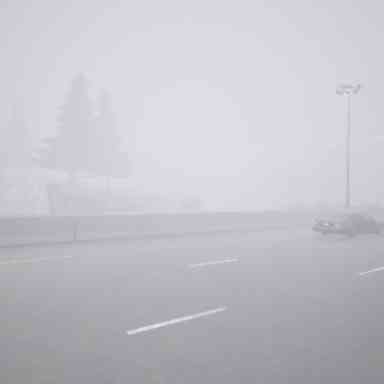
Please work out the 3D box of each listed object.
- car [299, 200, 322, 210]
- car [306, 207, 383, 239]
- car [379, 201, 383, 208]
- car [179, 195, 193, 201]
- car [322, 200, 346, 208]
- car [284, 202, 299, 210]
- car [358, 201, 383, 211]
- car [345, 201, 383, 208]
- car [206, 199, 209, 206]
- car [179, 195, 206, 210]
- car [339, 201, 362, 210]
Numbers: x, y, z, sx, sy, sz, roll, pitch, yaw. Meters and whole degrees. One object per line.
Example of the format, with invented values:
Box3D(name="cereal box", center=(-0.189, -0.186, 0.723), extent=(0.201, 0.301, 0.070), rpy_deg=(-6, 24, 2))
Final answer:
Box3D(name="car", center=(17.988, 1.955, 47.503), extent=(4.553, 1.767, 2.097), rpy_deg=(1, 0, -36))
Box3D(name="car", center=(9.153, 1.818, 19.158), extent=(5.357, 1.411, 2.033), rpy_deg=(1, 0, -36))
Box3D(name="car", center=(40.401, 2.613, 68.121), extent=(4.674, 1.442, 1.812), rpy_deg=(1, 0, -36))
Box3D(name="car", center=(-1.487, 1.537, 83.673), extent=(1.895, 1.301, 4.718), rpy_deg=(1, 2, -22))
Box3D(name="car", center=(20.017, 2.121, 44.655), extent=(4.892, 1.490, 1.837), rpy_deg=(2, -1, -36))
Box3D(name="car", center=(15.775, 2.154, 50.221), extent=(4.181, 1.385, 1.994), rpy_deg=(1, -1, -36))
Box3D(name="car", center=(30.524, 2.335, 56.591), extent=(5.008, 1.535, 1.882), rpy_deg=(1, 0, -36))
Box3D(name="car", center=(21.930, 2.171, 41.722), extent=(5.357, 1.411, 2.033), rpy_deg=(1, -1, -36))
Box3D(name="car", center=(2.231, 1.964, 67.838), extent=(1.837, 1.490, 4.892), rpy_deg=(1, 1, -3))
Box3D(name="car", center=(-0.101, 1.571, 50.274), extent=(2.150, 2.045, 5.566), rpy_deg=(1, 0, 17))
Box3D(name="car", center=(28.271, 2.368, 59.265), extent=(4.674, 1.442, 1.812), rpy_deg=(1, 0, -36))
